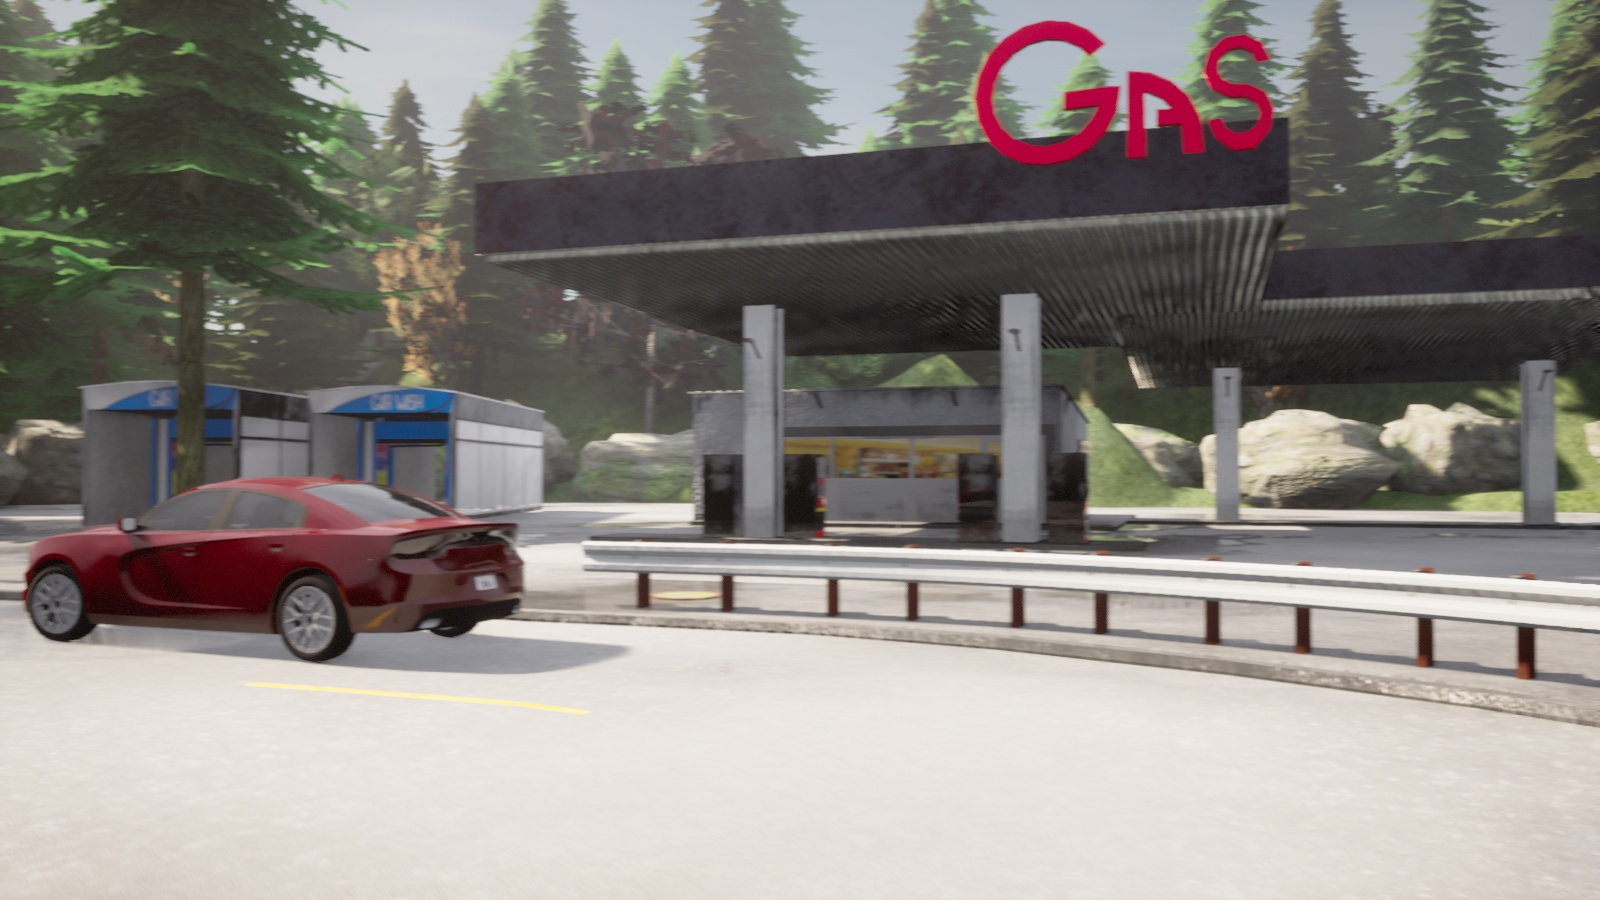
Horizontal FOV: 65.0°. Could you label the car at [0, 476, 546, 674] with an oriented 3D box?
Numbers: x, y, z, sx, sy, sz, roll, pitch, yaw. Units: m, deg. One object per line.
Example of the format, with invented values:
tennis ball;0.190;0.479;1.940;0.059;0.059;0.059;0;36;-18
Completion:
car;-5.008;1.029;11.648;5.008;1.535;1.882;-1;-1;23
